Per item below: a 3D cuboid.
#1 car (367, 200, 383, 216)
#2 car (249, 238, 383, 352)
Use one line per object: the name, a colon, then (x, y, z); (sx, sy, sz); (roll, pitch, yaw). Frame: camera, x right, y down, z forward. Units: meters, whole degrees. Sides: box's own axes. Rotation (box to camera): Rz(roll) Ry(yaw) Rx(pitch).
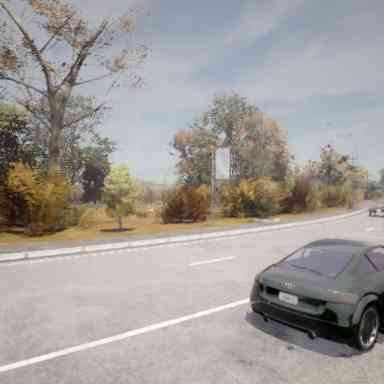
car: (18.707, 1.485, 32.711); (1.812, 1.442, 4.674); (0, 0, 36)
car: (3.044, 1.598, 6.327); (4.181, 1.385, 1.994); (0, 0, -38)
